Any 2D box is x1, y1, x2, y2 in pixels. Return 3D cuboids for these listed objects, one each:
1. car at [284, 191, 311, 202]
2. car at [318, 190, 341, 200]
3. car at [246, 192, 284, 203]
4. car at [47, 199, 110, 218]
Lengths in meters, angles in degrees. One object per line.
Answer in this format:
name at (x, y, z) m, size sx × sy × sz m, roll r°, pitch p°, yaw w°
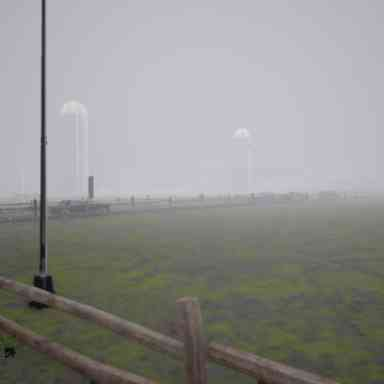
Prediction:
car at (14.069, 0.608, 45.444) m, size 5.357 × 1.411 × 2.033 m, roll -1°, pitch 0°, yaw -41°
car at (21.467, 0.390, 51.983) m, size 4.892 × 1.490 × 1.837 m, roll -1°, pitch 0°, yaw -41°
car at (9.758, 0.700, 45.479) m, size 5.357 × 1.411 × 2.033 m, roll -1°, pitch 0°, yaw -41°
car at (-8.759, 1.209, 25.528) m, size 4.718 × 1.301 × 1.895 m, roll -1°, pitch 0°, yaw -41°
